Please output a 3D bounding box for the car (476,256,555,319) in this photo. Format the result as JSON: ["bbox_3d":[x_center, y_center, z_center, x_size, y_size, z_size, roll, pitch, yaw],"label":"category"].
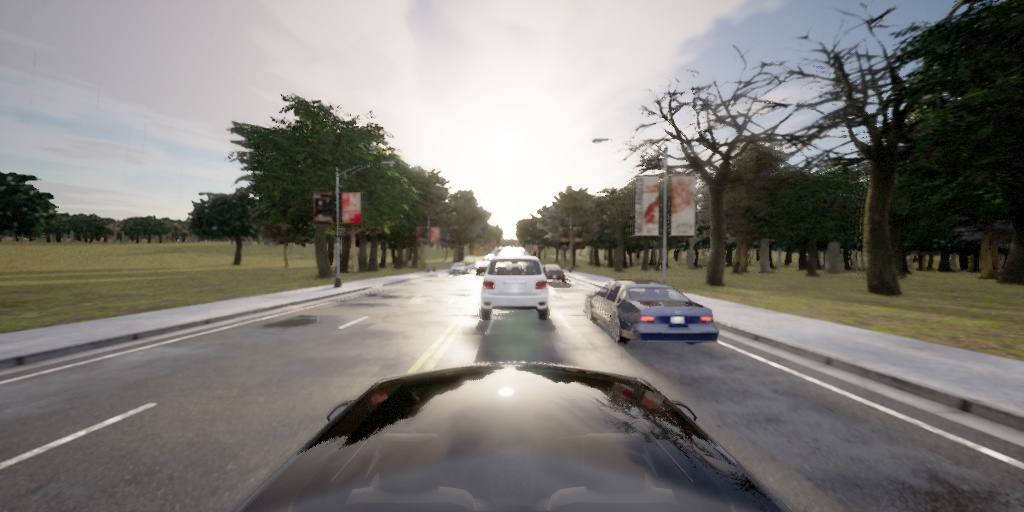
[{"bbox_3d":[0.094,1.028,13.138,2.150,2.045,5.566,0,-1,0],"label":"car"}]

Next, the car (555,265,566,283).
[{"bbox_3d":[3.351,1.449,30.273,1.812,1.442,4.674,0,0,0],"label":"car"}]

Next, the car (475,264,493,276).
[{"bbox_3d":[-3.328,1.652,43.618,1.895,1.301,4.718,0,-1,0],"label":"car"}]

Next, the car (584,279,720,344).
[{"bbox_3d":[3.322,1.335,9.671,2.033,1.411,5.357,0,0,0],"label":"car"}]

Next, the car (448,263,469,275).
[{"bbox_3d":[-6.573,1.586,44.422,1.812,1.442,4.674,0,-1,0],"label":"car"}]
